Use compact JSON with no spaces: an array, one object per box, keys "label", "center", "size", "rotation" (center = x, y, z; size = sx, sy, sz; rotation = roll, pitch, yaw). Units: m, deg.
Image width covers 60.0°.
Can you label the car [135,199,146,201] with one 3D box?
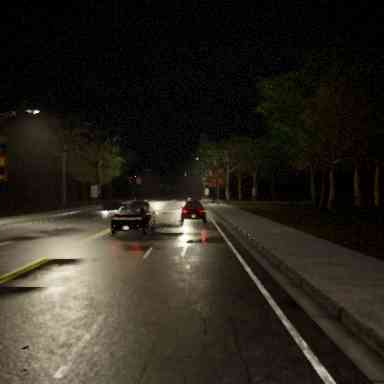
[{"label":"car","center":[-6.486,1.567,41.784],"size":[1.994,1.385,4.181],"rotation":[0,0,0]}]

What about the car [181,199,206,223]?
[{"label":"car","center":[0.109,1.519,25.665],"size":[1.812,1.442,4.674],"rotation":[0,0,0]}]

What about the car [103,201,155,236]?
[{"label":"car","center":[-3.144,1.487,18.296],"size":[2.128,1.511,4.902],"rotation":[0,0,0]}]

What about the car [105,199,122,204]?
[{"label":"car","center":[-9.736,1.592,41.820],"size":[1.994,1.385,4.181],"rotation":[0,0,0]}]
